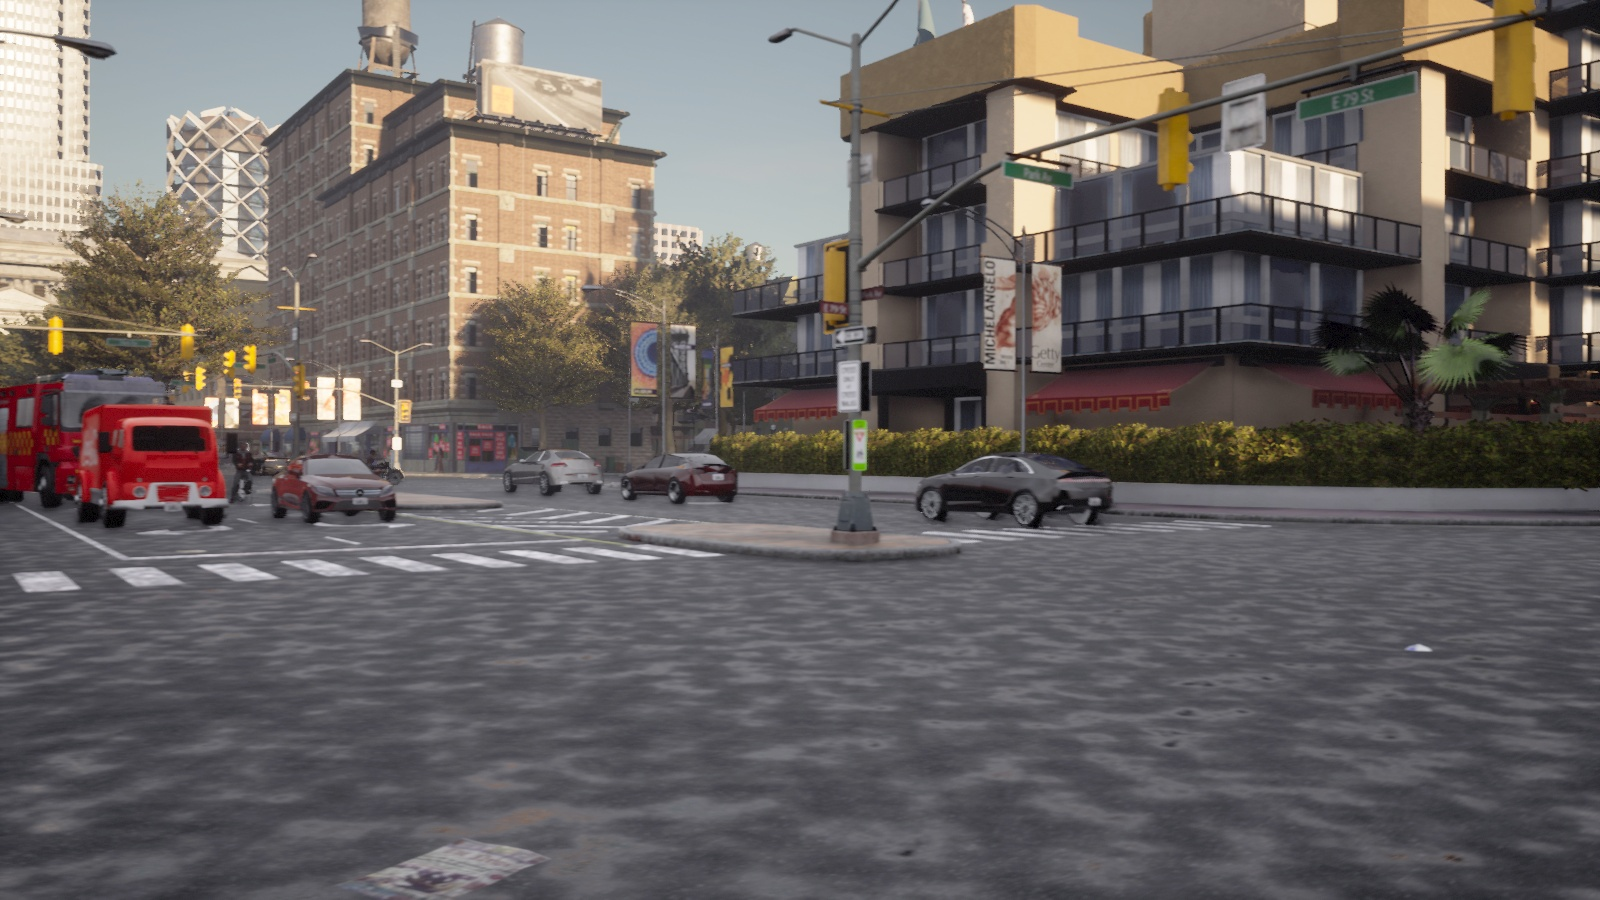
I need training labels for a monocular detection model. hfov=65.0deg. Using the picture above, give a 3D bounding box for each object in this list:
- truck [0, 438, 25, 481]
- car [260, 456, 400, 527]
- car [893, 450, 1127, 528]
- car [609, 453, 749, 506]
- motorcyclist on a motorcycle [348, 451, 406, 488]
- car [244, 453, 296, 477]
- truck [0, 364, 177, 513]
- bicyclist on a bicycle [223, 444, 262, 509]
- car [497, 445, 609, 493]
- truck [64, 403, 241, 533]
[{"bbox_3d":[-47.394,0.540,74.047,2.627,2.467,5.204,0,0,-35],"label":"truck"},{"bbox_3d":[-10.606,0.862,28.142,1.812,1.442,4.674,0,0,-35],"label":"car"},{"bbox_3d":[4.369,0.758,26.912,2.128,1.511,4.902,0,0,-35],"label":"car"},{"bbox_3d":[-3.781,0.847,38.400,2.163,1.488,4.792,0,0,-35],"label":"car"},{"bbox_3d":[-19.203,0.876,57.059,2.350,1.649,0.766,0,0,-36],"label":"motorcyclist on a motorcycle"},{"bbox_3d":[-34.619,0.975,81.923,2.128,1.511,4.902,0,0,-35],"label":"car"},{"bbox_3d":[-21.112,-0.286,36.302,8.468,3.827,2.891,0,0,44],"label":"truck"},{"bbox_3d":[-15.688,0.735,35.313,0.659,1.776,1.843,0,0,-35],"label":"bicyclist on a bicycle"},{"bbox_3d":[-9.084,0.655,45.826,2.152,1.651,5.027,0,0,-35],"label":"car"},{"bbox_3d":[-13.822,0.353,26.626,2.627,2.467,5.204,0,0,-35],"label":"truck"}]
